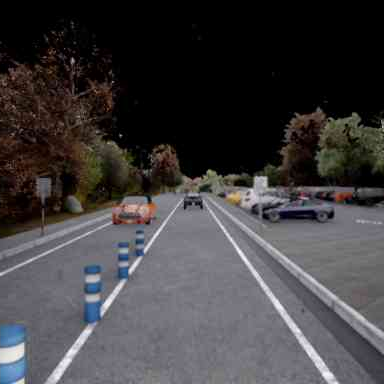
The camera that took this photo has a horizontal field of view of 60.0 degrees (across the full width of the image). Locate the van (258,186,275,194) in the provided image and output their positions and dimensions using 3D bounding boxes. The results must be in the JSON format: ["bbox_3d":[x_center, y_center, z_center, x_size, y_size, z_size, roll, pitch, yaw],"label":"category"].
[{"bbox_3d":[20.357,-0.521,91.067,4.442,1.987,1.878,0,1,0],"label":"van"}]

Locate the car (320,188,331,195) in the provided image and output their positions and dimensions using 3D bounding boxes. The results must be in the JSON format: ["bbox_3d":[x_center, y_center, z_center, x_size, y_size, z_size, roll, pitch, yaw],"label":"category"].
[{"bbox_3d":[20.101,0.594,43.987,4.792,1.488,2.163,0,1,1],"label":"car"}]

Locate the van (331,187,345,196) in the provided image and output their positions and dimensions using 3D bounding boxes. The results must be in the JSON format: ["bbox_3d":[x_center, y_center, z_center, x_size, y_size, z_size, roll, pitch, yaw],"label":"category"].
[{"bbox_3d":[20.165,0.407,41.210,4.442,1.987,1.878,0,1,0],"label":"van"}]

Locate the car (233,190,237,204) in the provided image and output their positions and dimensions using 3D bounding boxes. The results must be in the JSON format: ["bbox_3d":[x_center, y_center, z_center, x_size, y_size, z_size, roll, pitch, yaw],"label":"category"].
[{"bbox_3d":[6.904,0.860,32.923,4.892,1.521,2.231,0,1,0],"label":"car"}]

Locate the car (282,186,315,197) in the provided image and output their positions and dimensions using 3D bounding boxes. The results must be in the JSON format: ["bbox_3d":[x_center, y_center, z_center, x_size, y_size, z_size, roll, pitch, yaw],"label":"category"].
[{"bbox_3d":[20.208,-0.050,63.235,5.566,2.045,2.435,0,1,0],"label":"car"}]

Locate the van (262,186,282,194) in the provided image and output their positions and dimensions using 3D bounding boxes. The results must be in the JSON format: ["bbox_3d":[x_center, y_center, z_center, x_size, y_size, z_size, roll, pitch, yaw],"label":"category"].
[{"bbox_3d":[20.543,-0.422,85.518,4.442,1.987,1.878,0,1,0],"label":"van"}]

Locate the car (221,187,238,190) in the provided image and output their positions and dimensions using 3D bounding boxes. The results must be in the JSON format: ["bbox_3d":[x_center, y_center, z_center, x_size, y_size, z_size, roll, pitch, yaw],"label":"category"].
[{"bbox_3d":[7.071,0.329,49.564,4.553,1.767,2.185,0,1,0],"label":"car"}]

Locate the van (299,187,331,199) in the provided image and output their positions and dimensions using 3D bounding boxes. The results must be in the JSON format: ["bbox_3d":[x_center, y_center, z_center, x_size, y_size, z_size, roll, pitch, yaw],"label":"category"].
[{"bbox_3d":[20.282,0.123,54.926,4.442,1.987,1.878,0,1,0],"label":"van"}]

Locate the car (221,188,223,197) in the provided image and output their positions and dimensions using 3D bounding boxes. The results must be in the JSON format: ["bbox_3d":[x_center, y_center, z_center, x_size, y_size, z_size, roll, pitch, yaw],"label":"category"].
[{"bbox_3d":[7.010,0.512,46.788,4.892,1.521,2.231,0,1,0],"label":"car"}]

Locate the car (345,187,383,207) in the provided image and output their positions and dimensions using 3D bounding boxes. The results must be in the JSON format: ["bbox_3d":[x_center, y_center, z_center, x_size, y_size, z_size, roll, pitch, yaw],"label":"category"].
[{"bbox_3d":[20.029,0.529,35.548,5.566,2.045,2.435,0,2,0],"label":"car"}]

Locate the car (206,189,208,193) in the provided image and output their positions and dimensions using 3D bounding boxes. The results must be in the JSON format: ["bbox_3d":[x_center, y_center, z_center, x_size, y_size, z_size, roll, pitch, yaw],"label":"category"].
[{"bbox_3d":[7.422,-0.542,91.194,5.566,2.045,2.435,0,1,0],"label":"car"}]

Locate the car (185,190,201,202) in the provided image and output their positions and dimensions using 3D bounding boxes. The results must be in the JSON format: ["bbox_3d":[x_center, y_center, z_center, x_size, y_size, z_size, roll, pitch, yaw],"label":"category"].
[{"bbox_3d":[0.161,0.514,47.368,2.128,1.511,4.902,0,1,1],"label":"car"}]

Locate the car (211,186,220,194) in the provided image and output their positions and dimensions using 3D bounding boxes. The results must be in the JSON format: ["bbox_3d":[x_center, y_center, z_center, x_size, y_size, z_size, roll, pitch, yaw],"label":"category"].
[{"bbox_3d":[6.996,0.152,66.219,5.366,1.575,1.946,0,1,0],"label":"car"}]

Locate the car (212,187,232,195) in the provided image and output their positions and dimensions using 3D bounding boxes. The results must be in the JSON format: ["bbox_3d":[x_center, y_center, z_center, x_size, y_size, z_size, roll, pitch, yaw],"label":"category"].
[{"bbox_3d":[7.268,-0.218,80.094,4.553,1.767,2.185,0,1,0],"label":"car"}]

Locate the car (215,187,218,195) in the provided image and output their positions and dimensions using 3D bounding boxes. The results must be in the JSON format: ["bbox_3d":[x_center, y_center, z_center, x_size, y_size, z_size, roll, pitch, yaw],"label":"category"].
[{"bbox_3d":[7.105,0.284,60.667,4.792,1.488,2.163,0,1,0],"label":"car"}]

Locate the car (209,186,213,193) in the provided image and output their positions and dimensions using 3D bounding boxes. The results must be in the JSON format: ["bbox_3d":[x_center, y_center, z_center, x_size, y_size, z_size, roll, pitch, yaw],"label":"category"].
[{"bbox_3d":[7.067,0.004,74.546,5.366,1.575,1.946,0,1,0],"label":"car"}]

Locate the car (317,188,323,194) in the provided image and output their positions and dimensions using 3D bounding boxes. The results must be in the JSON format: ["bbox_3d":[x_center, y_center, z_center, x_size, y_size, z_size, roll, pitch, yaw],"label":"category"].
[{"bbox_3d":[20.124,0.536,46.625,4.792,1.488,2.163,0,1,0],"label":"car"}]

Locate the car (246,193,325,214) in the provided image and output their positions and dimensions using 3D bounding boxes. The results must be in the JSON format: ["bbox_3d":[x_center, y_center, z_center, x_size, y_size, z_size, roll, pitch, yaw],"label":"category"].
[{"bbox_3d":[6.832,1.079,24.598,5.008,1.535,2.097,0,2,0],"label":"car"}]

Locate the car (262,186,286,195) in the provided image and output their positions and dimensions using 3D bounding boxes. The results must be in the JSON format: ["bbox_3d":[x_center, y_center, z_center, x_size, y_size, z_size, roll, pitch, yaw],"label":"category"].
[{"bbox_3d":[20.374,-0.398,82.748,5.566,2.045,2.435,0,1,0],"label":"car"}]

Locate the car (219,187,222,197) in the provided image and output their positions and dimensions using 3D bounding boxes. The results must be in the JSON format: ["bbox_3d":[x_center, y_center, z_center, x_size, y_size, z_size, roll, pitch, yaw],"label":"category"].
[{"bbox_3d":[7.093,0.432,52.339,4.792,1.488,2.163,0,1,0],"label":"car"}]

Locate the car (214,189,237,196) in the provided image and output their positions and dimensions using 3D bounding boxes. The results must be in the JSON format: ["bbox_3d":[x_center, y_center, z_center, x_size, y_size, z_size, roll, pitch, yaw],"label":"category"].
[{"bbox_3d":[7.222,0.057,71.769,4.892,1.521,2.231,0,1,0],"label":"car"}]

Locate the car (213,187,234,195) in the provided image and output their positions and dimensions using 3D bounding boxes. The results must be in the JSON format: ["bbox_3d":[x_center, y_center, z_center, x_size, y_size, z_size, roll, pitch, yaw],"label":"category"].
[{"bbox_3d":[7.245,-0.168,77.318,4.553,1.767,2.185,0,1,0],"label":"car"}]

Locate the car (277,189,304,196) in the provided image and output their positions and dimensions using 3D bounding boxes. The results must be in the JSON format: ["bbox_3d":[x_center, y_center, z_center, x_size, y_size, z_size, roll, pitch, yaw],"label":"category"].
[{"bbox_3d":[20.278,0.102,68.780,5.008,1.535,2.097,0,1,0],"label":"car"}]

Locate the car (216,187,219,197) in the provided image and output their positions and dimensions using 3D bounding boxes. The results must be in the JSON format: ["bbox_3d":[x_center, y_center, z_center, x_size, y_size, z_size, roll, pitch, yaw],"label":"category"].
[{"bbox_3d":[7.081,0.333,57.891,4.792,1.488,2.163,0,1,0],"label":"car"}]

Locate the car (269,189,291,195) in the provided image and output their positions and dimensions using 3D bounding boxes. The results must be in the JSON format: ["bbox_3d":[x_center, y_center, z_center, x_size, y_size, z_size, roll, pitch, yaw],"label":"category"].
[{"bbox_3d":[20.352,-0.006,77.088,4.674,1.452,2.002,0,1,0],"label":"car"}]

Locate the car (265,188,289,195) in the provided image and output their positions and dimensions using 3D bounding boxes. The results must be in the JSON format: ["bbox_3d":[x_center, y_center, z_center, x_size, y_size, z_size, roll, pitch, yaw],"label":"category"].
[{"bbox_3d":[20.372,-0.096,79.858,5.008,1.535,2.097,0,1,0],"label":"car"}]

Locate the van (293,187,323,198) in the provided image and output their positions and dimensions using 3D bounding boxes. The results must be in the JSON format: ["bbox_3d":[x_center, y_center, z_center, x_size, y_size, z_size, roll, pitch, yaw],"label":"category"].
[{"bbox_3d":[20.072,0.074,57.698,4.442,1.987,1.878,0,1,0],"label":"van"}]

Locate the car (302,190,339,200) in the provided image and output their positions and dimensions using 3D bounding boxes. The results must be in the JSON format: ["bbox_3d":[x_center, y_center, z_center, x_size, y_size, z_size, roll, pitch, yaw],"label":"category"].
[{"bbox_3d":[20.147,0.398,52.162,5.008,1.535,2.097,0,1,0],"label":"car"}]

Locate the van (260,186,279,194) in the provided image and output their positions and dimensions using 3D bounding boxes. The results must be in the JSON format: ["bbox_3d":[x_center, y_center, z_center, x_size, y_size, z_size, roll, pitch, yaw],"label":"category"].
[{"bbox_3d":[20.565,-0.469,88.162,4.442,1.987,1.878,0,1,0],"label":"van"}]

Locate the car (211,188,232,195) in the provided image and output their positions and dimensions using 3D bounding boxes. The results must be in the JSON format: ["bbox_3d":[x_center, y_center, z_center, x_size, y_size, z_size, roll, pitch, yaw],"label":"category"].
[{"bbox_3d":[7.318,-0.142,82.872,5.008,1.535,2.097,0,1,0],"label":"car"}]

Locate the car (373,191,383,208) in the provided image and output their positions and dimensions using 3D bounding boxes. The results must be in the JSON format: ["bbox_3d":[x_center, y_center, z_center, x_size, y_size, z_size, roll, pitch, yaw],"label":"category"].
[{"bbox_3d":[19.768,0.924,30.019,5.366,1.575,1.946,0,2,0],"label":"car"}]

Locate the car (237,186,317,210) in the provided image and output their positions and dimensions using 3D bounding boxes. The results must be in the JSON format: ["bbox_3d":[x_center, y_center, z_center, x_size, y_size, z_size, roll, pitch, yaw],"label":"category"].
[{"bbox_3d":[6.879,0.755,27.366,5.566,2.045,2.435,0,2,0],"label":"car"}]

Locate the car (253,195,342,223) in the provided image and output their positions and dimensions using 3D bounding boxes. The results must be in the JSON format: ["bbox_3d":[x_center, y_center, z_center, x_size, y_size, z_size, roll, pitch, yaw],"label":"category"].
[{"bbox_3d":[6.774,1.183,21.823,4.792,1.488,2.163,0,2,0],"label":"car"}]

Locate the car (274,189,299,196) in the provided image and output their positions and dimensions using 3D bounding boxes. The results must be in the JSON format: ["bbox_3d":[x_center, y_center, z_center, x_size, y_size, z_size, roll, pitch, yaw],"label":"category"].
[{"bbox_3d":[20.311,0.091,71.675,4.674,1.452,2.002,0,1,0],"label":"car"}]

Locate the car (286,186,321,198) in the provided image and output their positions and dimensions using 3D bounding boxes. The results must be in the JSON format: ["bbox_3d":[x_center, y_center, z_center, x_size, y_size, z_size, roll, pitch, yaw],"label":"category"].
[{"bbox_3d":[20.184,-0.001,60.465,5.566,2.045,2.435,0,1,0],"label":"car"}]

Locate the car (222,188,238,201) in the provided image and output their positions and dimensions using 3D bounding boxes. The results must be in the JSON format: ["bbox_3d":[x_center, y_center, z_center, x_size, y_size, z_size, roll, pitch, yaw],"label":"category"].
[{"bbox_3d":[6.784,0.634,41.370,5.366,1.575,1.946,0,2,0],"label":"car"}]

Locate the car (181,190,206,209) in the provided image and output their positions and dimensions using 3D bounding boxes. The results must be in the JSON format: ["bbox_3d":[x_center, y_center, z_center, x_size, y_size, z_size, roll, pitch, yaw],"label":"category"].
[{"bbox_3d":[0.121,0.820,32.997,1.837,1.490,4.892,0,0,0],"label":"car"}]

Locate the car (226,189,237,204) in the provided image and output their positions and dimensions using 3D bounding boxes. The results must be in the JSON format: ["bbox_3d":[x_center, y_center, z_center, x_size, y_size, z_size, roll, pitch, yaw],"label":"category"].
[{"bbox_3d":[6.736,0.782,35.699,5.366,1.575,1.946,0,2,0],"label":"car"}]

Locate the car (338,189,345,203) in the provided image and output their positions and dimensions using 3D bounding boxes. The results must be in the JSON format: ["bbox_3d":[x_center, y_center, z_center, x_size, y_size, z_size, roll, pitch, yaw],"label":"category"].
[{"bbox_3d":[19.996,0.736,38.324,4.792,1.488,2.163,0,2,0],"label":"car"}]

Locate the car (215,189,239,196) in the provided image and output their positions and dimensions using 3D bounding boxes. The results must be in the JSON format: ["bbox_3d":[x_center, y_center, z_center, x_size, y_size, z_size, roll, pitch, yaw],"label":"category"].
[{"bbox_3d":[7.211,0.107,68.993,4.892,1.521,2.231,0,1,0],"label":"car"}]

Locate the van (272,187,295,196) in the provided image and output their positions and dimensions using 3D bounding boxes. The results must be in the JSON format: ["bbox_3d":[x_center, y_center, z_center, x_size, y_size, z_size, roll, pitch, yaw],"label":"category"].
[{"bbox_3d":[20.448,-0.225,74.439,4.442,1.987,1.878,0,1,0],"label":"van"}]

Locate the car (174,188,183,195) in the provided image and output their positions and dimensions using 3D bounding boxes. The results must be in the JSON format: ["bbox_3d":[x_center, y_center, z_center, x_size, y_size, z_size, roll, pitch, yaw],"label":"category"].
[{"bbox_3d":[-3.028,-0.042,75.140,2.128,1.511,4.902,0,1,0],"label":"car"}]

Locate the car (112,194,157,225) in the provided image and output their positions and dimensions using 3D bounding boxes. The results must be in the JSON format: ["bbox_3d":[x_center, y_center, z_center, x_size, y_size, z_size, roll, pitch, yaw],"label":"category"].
[{"bbox_3d":[-3.337,0.950,20.025,2.097,1.767,4.553,0,1,0],"label":"car"}]
